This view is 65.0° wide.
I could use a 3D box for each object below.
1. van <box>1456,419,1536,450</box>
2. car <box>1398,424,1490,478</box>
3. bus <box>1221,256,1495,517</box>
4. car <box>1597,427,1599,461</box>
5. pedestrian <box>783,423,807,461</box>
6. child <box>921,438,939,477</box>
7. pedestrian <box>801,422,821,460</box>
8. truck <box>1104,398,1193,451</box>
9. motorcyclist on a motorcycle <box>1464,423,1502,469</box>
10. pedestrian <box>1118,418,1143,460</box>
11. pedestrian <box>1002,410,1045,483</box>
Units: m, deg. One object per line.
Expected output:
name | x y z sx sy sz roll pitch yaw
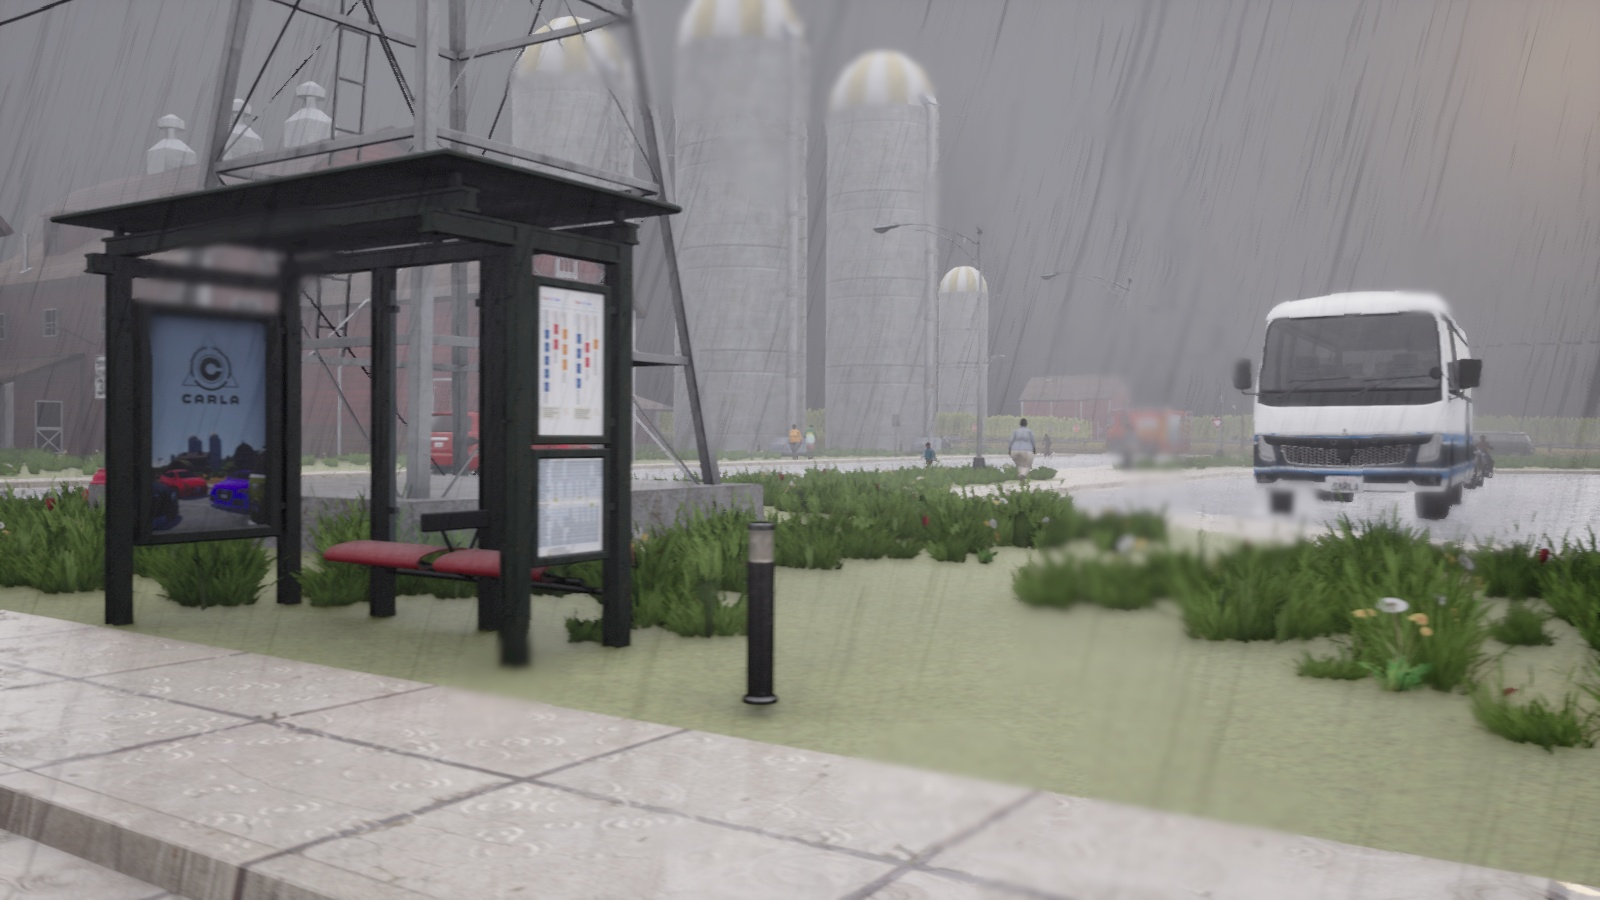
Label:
van | 45.493 -1.041 82.119 4.442 1.987 1.775 0 1 33
car | 19.412 -0.006 37.753 2.007 1.525 4.514 0 1 33
bus | 11.874 -1.099 25.894 3.944 4.253 10.273 -1 1 31
car | 35.178 -0.257 50.768 4.674 1.442 1.812 0 1 12
pedestrian | -0.249 -0.399 61.763 0.874 1.855 0.900 0 1 29
child | 4.049 0.226 39.095 0.343 1.192 0.448 0 1 45
pedestrian | 0.569 -0.457 65.649 0.659 1.952 0.873 0 1 29
truck | 26.401 -1.929 95.679 2.891 3.827 8.468 -1 1 -12
motorcyclist on a motorcycle | 25.347 -0.176 46.566 0.766 1.649 2.350 0 2 40
pedestrian | 14.927 -0.492 56.668 0.874 1.855 0.900 0 1 32
pedestrian | 5.774 -0.090 32.469 0.874 1.855 0.900 0 1 25
